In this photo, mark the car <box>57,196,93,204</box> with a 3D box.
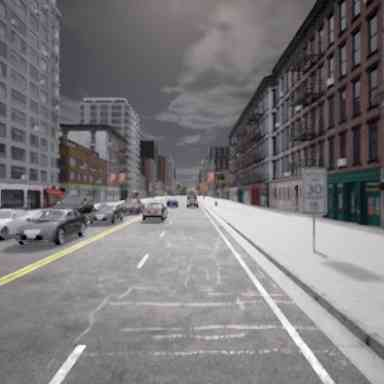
[{"bbox_3d":[-9.747,1.349,27.847,2.150,2.045,5.566,0,0,0],"label":"car"}]

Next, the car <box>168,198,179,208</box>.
[{"bbox_3d":[-3.150,1.708,53.947,1.882,1.535,5.008,0,0,0],"label":"car"}]

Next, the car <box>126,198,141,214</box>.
[{"bbox_3d":[-6.496,1.512,36.177,2.097,1.767,4.553,0,0,0],"label":"car"}]

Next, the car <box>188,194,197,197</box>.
[{"bbox_3d":[0.008,1.504,66.635,2.150,2.045,5.566,0,0,0],"label":"car"}]

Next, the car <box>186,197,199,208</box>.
[{"bbox_3d":[0.100,1.825,52.984,1.895,1.301,4.718,0,0,0],"label":"car"}]

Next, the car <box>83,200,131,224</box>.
[{"bbox_3d":[-6.497,1.609,25.943,2.128,1.511,4.902,0,0,0],"label":"car"}]

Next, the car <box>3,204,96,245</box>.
[{"bbox_3d":[-6.572,1.567,16.073,2.128,1.511,4.902,0,0,0],"label":"car"}]

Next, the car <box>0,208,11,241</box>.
[{"bbox_3d":[-9.808,1.610,17.481,1.812,1.442,4.674,0,0,0],"label":"car"}]

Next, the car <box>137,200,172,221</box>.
[{"bbox_3d":[-3.147,1.675,28.991,2.033,1.411,5.357,0,0,0],"label":"car"}]
